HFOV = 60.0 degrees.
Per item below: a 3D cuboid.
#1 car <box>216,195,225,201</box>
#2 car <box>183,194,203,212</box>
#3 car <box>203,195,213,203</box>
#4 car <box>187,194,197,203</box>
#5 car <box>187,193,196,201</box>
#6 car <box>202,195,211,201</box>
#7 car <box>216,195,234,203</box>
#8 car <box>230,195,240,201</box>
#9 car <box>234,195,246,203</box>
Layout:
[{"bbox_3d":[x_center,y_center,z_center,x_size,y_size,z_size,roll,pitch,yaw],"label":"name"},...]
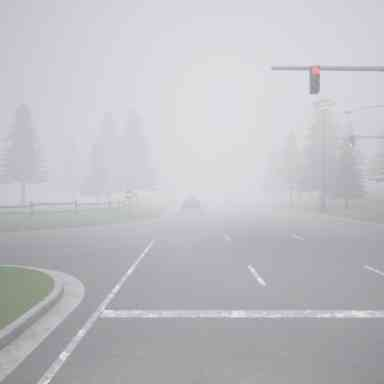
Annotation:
[{"bbox_3d":[6.920,1.382,80.783,1.994,1.385,4.181,0,0,0],"label":"car"},{"bbox_3d":[-0.039,1.351,39.706,2.097,1.767,4.553,0,0,0],"label":"car"},{"bbox_3d":[3.430,1.543,70.777,1.994,1.385,4.181,0,0,0],"label":"car"},{"bbox_3d":[-0.070,1.345,70.743,2.097,1.767,4.553,0,0,0],"label":"car"},{"bbox_3d":[-0.080,1.185,80.746,2.097,1.767,4.553,0,0,0],"label":"car"},{"bbox_3d":[3.420,1.425,80.810,1.895,1.301,4.718,0,0,0],"label":"car"},{"bbox_3d":[6.930,1.529,70.364,2.033,1.411,5.357,0,0,0],"label":"car"},{"bbox_3d":[10.420,1.382,80.787,1.994,1.385,4.181,0,0,0],"label":"car"},{"bbox_3d":[10.430,1.514,70.784,1.812,1.442,4.674,0,0,0],"label":"car"}]
